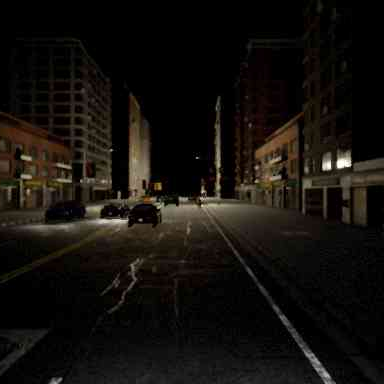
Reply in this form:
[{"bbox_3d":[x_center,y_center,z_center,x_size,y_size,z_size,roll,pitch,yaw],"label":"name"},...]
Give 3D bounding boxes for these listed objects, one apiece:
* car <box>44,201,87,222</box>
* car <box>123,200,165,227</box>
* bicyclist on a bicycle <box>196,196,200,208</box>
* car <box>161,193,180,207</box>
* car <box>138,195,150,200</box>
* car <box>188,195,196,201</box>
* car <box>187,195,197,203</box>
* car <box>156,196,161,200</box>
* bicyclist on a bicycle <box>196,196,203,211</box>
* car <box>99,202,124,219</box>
[{"bbox_3d":[-9.844,1.477,26.206,1.882,1.535,5.008,0,0,0],"label":"car"},{"bbox_3d":[-3.151,1.525,22.714,1.812,1.442,4.674,0,0,0],"label":"car"},{"bbox_3d":[0.896,1.452,48.634,0.582,1.620,1.656,0,0,0],"label":"bicyclist on a bicycle"},{"bbox_3d":[-3.146,1.221,52.758,2.150,2.045,5.566,0,0,0],"label":"car"},{"bbox_3d":[-9.747,1.466,67.529,1.882,1.535,5.008,0,0,0],"label":"car"},{"bbox_3d":[0.004,1.528,82.756,1.812,1.442,4.674,0,0,0],"label":"car"},{"bbox_3d":[0.004,1.527,72.344,2.128,1.511,4.902,0,0,0],"label":"car"},{"bbox_3d":[-6.497,1.523,69.718,2.128,1.511,4.902,0,0,0],"label":"car"},{"bbox_3d":[0.900,1.436,39.432,0.866,1.612,1.509,0,-1,0],"label":"bicyclist on a bicycle"},{"bbox_3d":[-6.592,1.563,28.850,1.994,1.385,4.181,0,0,0],"label":"car"}]
